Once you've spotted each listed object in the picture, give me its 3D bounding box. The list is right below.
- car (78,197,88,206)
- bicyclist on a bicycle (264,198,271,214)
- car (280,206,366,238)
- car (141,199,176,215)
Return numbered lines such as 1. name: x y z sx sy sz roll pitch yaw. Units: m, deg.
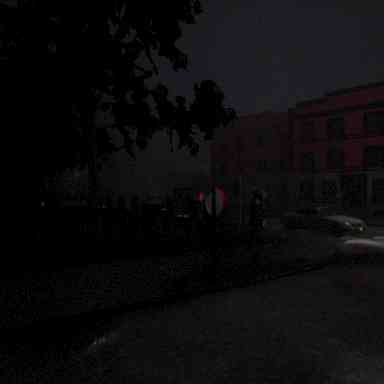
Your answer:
1. car: -16.127 1.478 50.866 1.882 1.535 5.008 0 0 -35
2. bicyclist on a bicycle: 7.151 1.348 32.517 1.656 1.620 0.582 0 0 -35
3. car: 6.960 1.526 18.157 1.812 1.442 4.674 0 0 -34
4. car: -3.386 1.504 32.834 1.837 1.490 4.892 0 0 -35
